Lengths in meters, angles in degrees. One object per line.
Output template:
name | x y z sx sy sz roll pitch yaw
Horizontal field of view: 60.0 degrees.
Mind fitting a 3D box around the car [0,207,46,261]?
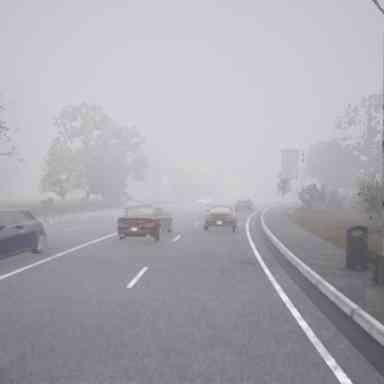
car | -6.556 1.324 10.398 2.097 1.767 4.553 0 0 5

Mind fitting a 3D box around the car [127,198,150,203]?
car | -5.831 1.451 36.405 1.837 1.490 4.892 0 0 15

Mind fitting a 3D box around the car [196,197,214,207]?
car | 2.107 1.492 50.309 1.812 1.442 4.674 0 0 21

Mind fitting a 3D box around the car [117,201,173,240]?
car | -2.215 1.459 16.870 1.882 1.535 5.008 0 0 7

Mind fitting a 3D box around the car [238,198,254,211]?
car | 6.519 1.491 40.902 2.128 1.511 4.902 0 0 17

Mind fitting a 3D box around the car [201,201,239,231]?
car | 1.845 1.519 20.652 1.812 1.442 4.674 0 0 8
